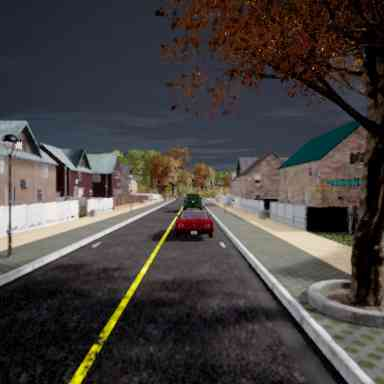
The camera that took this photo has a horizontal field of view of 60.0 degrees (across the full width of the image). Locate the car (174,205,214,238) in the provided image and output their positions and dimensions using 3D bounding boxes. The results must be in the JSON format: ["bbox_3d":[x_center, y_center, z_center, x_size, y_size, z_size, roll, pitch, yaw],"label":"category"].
[{"bbox_3d":[0.101,1.596,17.682,1.895,1.301,4.718,0,0,0],"label":"car"}]

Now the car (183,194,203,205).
[{"bbox_3d":[0.102,1.206,39.609,2.150,2.045,5.566,0,0,0],"label":"car"}]
